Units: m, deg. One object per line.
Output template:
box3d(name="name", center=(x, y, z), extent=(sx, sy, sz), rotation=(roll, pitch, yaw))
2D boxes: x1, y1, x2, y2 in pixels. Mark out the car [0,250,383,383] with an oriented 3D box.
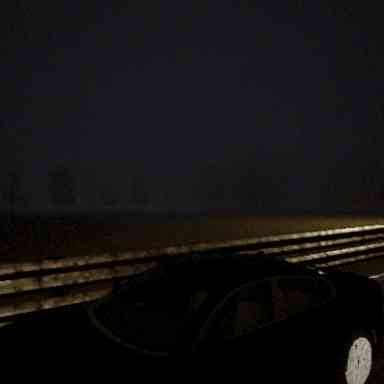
box3d(name="car", center=(0.187, 1.496, 3.694), extent=(5.008, 1.535, 1.882), rotation=(0, 0, -35))
